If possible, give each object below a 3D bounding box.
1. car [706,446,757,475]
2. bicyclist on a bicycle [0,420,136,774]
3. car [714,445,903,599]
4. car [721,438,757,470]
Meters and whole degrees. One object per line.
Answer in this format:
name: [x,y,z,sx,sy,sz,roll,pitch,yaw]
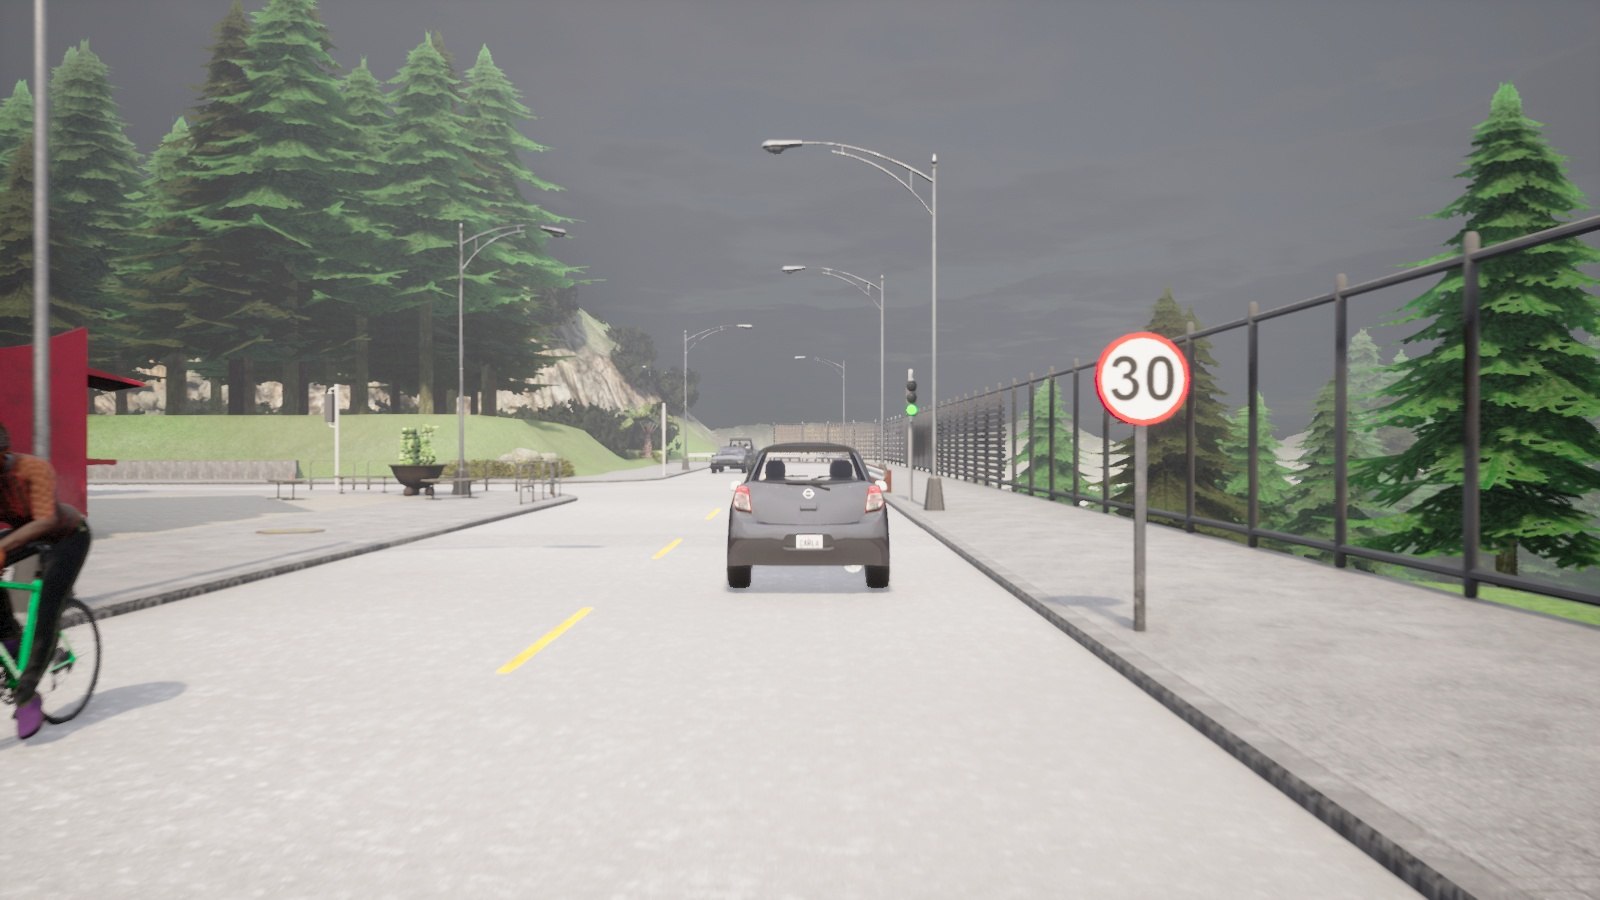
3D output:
car: [-3.525,0.511,65.591,2.033,1.411,5.357,0,0,3]
bicyclist on a bicycle: [-3.952,0.670,6.079,0.582,1.620,1.656,0,1,0]
car: [0.091,0.700,14.101,1.845,1.501,3.633,0,0,0]
car: [-3.582,0.221,74.609,1.905,1.878,3.866,0,0,0]
